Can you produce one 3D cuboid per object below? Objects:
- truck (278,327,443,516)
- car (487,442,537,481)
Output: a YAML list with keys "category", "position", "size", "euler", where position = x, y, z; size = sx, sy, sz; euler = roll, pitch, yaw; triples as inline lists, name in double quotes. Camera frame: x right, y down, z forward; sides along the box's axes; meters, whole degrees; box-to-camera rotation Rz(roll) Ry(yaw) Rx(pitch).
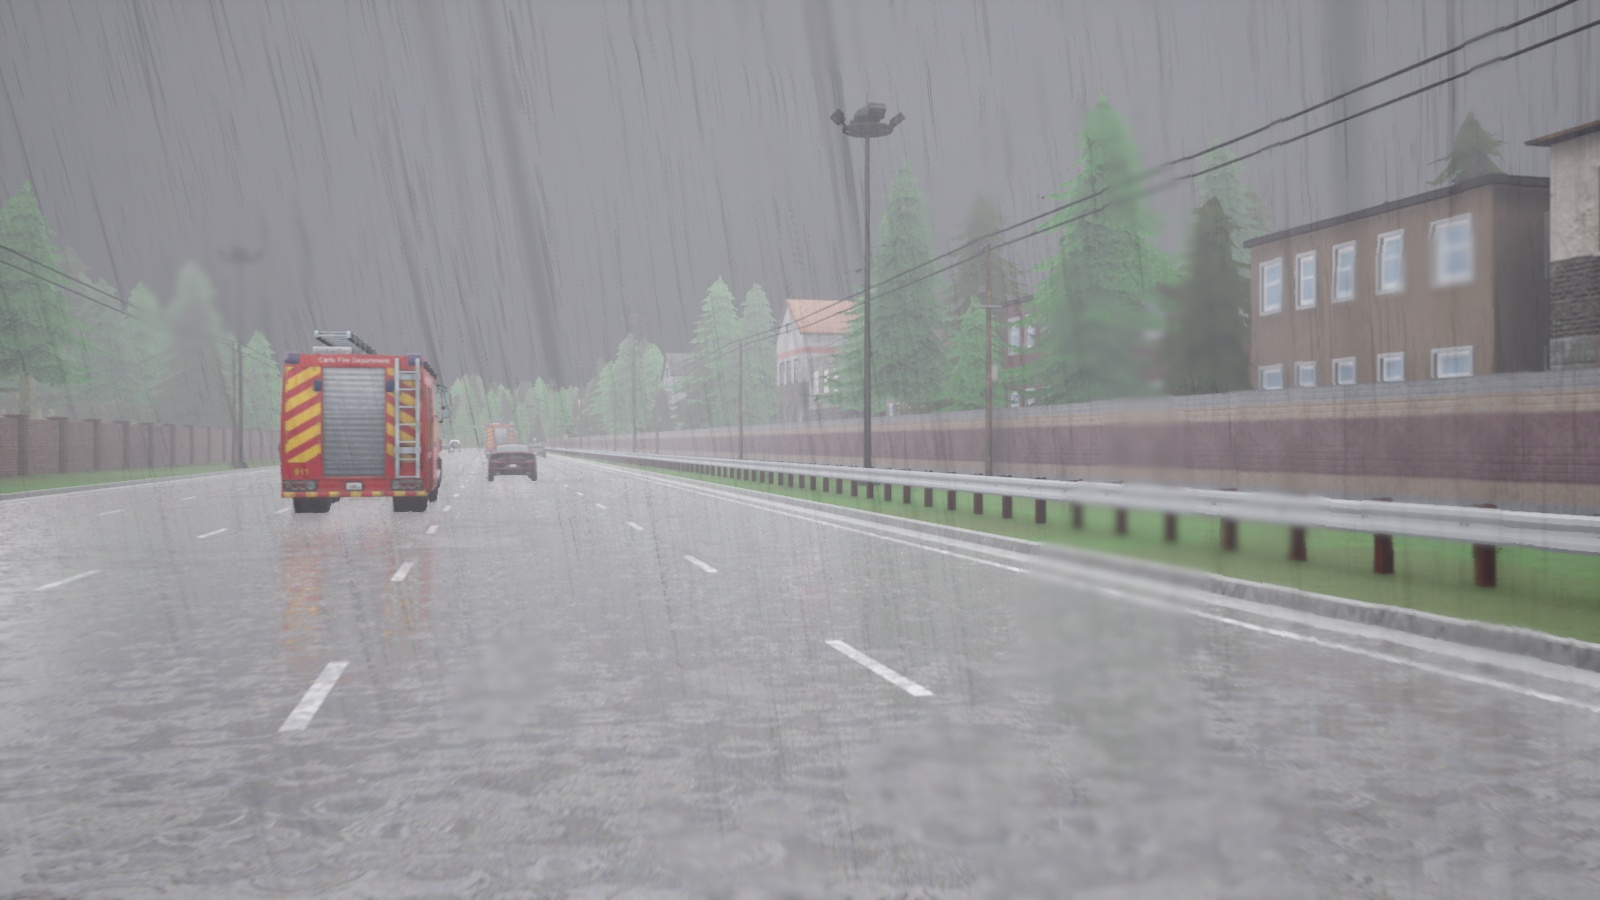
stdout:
- category: "truck"
  position: [-10.184, -0.595, 29.917]
  size: [2.891, 3.827, 8.468]
  euler: [0, 0, -14]
- category: "car"
  position: [-11.729, 0.427, 50.989]
  size: [1.882, 1.535, 5.008]
  euler: [0, 0, -14]
